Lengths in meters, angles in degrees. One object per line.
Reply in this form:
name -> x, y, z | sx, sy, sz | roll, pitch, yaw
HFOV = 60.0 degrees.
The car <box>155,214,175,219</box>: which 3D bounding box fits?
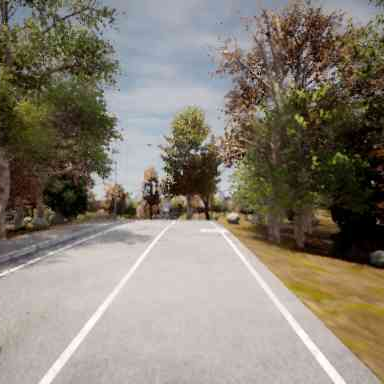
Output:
car -> -6.616, 6.194, 82.245 | 4.892, 1.490, 1.837 | 2, -5, -13
